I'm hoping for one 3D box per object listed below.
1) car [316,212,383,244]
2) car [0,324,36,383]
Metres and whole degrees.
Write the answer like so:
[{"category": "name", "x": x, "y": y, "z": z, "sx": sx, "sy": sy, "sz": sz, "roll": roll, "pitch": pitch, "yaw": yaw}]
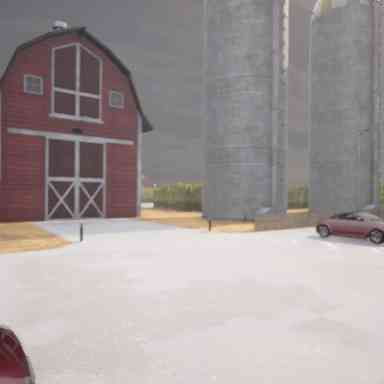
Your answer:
[{"category": "car", "x": 8.446, "y": 1.701, "z": 16.734, "sx": 1.994, "sy": 1.381, "sz": 4.181, "roll": 1, "pitch": 0, "yaw": -36}, {"category": "car", "x": -3.098, "y": 1.549, "z": 1.780, "sx": 4.181, "sy": 1.385, "sz": 1.994, "roll": 1, "pitch": 0, "yaw": -36}]
